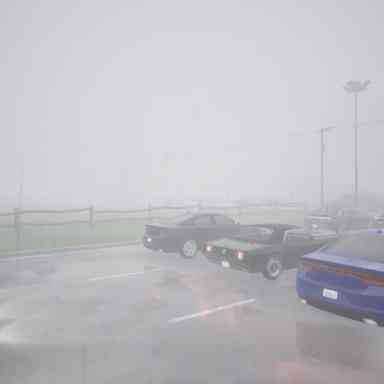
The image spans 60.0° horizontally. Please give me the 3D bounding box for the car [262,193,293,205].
[{"bbox_3d":[14.456,1.220,56.704,2.150,2.045,5.566,0,0,-36],"label":"car"}]

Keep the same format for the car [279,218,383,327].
[{"bbox_3d":[4.223,1.478,6.767,5.008,1.535,1.882,0,0,-36],"label":"car"}]

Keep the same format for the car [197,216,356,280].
[{"bbox_3d":[2.696,1.601,9.980,4.718,1.301,1.895,0,0,-35],"label":"car"}]

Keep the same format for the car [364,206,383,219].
[{"bbox_3d":[10.199,1.505,15.364,4.892,1.490,1.837,0,0,-36],"label":"car"}]

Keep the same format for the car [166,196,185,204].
[{"bbox_3d":[-3.236,1.525,63.138,1.812,1.442,4.674,0,0,-36],"label":"car"}]

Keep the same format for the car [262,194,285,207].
[{"bbox_3d":[10.957,1.505,49.624,1.837,1.490,4.892,0,0,-36],"label":"car"}]

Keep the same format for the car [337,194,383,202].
[{"bbox_3d":[19.442,1.222,38.481,2.150,2.045,5.566,0,0,-41],"label":"car"}]

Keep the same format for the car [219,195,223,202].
[{"bbox_3d":[3.256,1.492,66.162,2.128,1.511,4.902,0,0,-36],"label":"car"}]

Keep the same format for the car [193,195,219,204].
[{"bbox_3d":[2.289,1.600,61.503,1.895,1.301,4.718,0,0,-36],"label":"car"}]

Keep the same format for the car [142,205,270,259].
[{"bbox_3d":[0.560,1.478,12.755,5.008,1.535,1.882,0,0,-36],"label":"car"}]

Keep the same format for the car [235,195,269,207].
[{"bbox_3d":[8.187,1.525,47.501,1.812,1.442,4.674,0,0,-36],"label":"car"}]

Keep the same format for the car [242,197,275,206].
[{"bbox_3d":[11.027,1.548,55.457,2.033,1.411,5.357,0,0,-36],"label":"car"}]

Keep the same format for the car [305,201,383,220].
[{"bbox_3d":[8.153,1.491,18.205,4.902,1.511,2.128,0,0,-36],"label":"car"}]

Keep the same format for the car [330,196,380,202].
[{"bbox_3d":[16.964,1.492,35.925,2.128,1.511,4.902,0,0,-41],"label":"car"}]

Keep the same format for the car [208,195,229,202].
[{"bbox_3d":[5.919,1.495,74.442,1.837,1.490,4.892,0,0,-36],"label":"car"}]

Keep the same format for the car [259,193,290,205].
[{"bbox_3d":[15.234,1.216,61.593,2.150,2.045,5.566,0,1,-36],"label":"car"}]

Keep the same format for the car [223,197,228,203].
[{"bbox_3d":[5.027,1.524,69.736,1.812,1.442,4.674,0,0,-36],"label":"car"}]

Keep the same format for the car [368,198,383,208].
[{"bbox_3d":[27.187,1.526,46.017,1.812,1.442,4.674,0,0,-44],"label":"car"}]
